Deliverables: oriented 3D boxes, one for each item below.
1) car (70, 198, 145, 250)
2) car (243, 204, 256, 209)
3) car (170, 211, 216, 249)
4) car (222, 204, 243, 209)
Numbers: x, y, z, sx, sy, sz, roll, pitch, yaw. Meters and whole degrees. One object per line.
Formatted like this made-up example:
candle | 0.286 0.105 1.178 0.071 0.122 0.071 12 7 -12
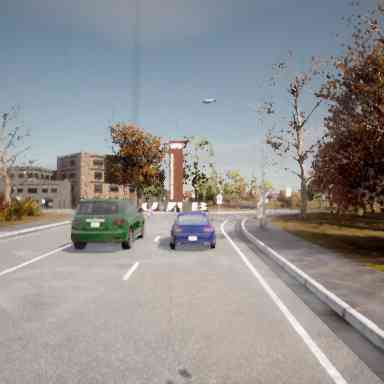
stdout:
car | -3.455 1.287 14.606 2.150 2.045 5.566 0 0 0
car | 13.542 3.552 81.372 1.994 1.385 4.181 2 -3 -45
car | 0.045 1.560 14.551 1.812 1.442 4.674 0 0 0
car | 9.488 3.540 80.636 4.181 1.385 1.994 -2 -3 37
